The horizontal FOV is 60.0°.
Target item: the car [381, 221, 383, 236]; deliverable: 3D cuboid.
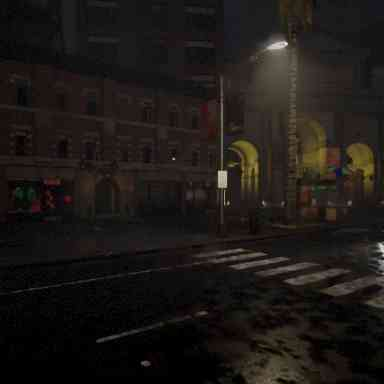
[{"bbox_3d":[11.088,1.491,16.192,4.902,1.511,2.128,0,0,-35],"label":"car"}]
